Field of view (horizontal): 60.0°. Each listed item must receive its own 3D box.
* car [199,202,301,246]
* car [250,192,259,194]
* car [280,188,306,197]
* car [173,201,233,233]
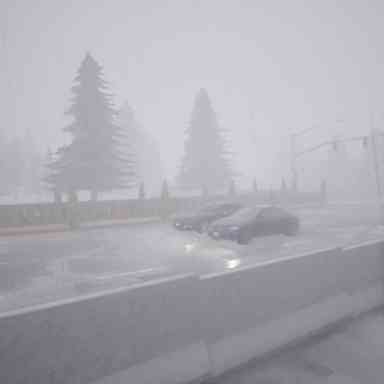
[{"bbox_3d":[2.841,1.323,14.584,4.674,1.442,1.812,-2,1,-35],"label":"car"},{"bbox_3d":[9.220,0.342,53.070,1.882,1.535,5.008,-2,1,-35],"label":"car"},{"bbox_3d":[15.236,0.099,50.608,2.097,1.767,4.553,-2,1,-35],"label":"car"},{"bbox_3d":[1.262,1.284,17.768,4.892,1.490,1.837,-2,1,-35],"label":"car"}]
